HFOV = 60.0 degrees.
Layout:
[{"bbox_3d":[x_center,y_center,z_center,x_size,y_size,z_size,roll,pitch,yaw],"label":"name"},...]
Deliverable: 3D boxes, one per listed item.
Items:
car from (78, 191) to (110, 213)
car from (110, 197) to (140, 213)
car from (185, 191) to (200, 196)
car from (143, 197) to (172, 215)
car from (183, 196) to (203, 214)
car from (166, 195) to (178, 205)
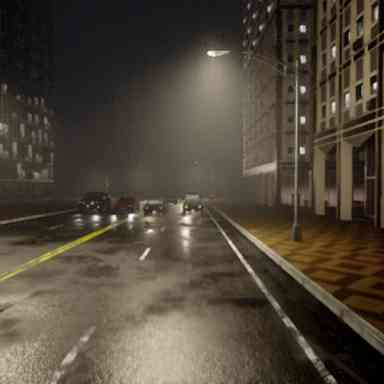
[{"bbox_3d":[-9.763,0.945,33.875,2.150,2.045,5.566,0,0,0],"label":"car"},{"bbox_3d":[-6.515,1.217,33.687,1.882,1.535,5.008,0,0,0],"label":"car"},{"bbox_3d":[0.082,0.818,50.108,2.150,2.045,5.566,0,0,0],"label":"car"},{"bbox_3d":[-3.161,1.365,30.116,1.895,1.301,4.718,0,0,0],"label":"car"},{"bbox_3d":[0.089,1.347,32.279,1.895,1.301,4.718,0,0,0],"label":"car"},{"bbox_3d":[-3.161,1.147,50.056,2.033,1.411,5.357,0,0,0],"label":"car"}]
